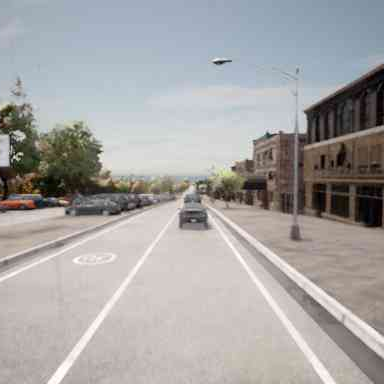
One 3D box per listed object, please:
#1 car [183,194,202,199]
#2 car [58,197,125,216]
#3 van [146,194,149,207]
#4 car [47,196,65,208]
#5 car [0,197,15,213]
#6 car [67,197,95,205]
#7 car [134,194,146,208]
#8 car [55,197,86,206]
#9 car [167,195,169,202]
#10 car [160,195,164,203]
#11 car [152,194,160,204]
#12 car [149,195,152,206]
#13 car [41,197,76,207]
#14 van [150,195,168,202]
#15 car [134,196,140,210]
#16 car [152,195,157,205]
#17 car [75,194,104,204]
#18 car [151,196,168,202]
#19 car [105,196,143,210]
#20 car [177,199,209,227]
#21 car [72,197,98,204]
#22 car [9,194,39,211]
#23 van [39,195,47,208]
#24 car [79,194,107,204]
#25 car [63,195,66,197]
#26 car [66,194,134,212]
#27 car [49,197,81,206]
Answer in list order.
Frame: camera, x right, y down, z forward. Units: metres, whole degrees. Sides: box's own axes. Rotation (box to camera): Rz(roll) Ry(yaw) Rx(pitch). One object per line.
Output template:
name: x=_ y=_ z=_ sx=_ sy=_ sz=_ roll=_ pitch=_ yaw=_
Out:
car: x=0.084 y=1.263 z=41.313 sx=2.150 sy=2.045 sz=5.566 roll=0 pitch=-1 yaw=0
car: x=-8.853 y=1.448 z=29.752 sx=4.892 sy=1.521 sz=2.231 roll=0 pitch=0 yaw=0
van: x=-8.748 y=1.327 z=46.568 sx=4.442 sy=1.987 sz=1.878 roll=0 pitch=-1 yaw=0
car: x=-21.945 y=1.619 z=49.267 sx=4.674 sy=1.452 sz=2.002 roll=0 pitch=-1 yaw=0
car: x=-21.940 y=1.511 z=35.347 sx=4.674 sy=1.452 sz=2.002 roll=0 pitch=0 yaw=0
car: x=-21.969 y=1.733 z=65.978 sx=5.008 sy=1.535 sz=2.097 roll=0 pitch=-1 yaw=0
car: x=-8.888 y=1.256 z=40.964 sx=5.566 sy=2.045 sz=2.435 roll=0 pitch=0 yaw=0
car: x=-21.994 y=1.707 z=60.408 sx=4.792 sy=1.488 sz=2.163 roll=0 pitch=-1 yaw=0
car: x=-8.895 y=1.961 z=83.004 sx=4.792 sy=1.488 sz=2.163 roll=0 pitch=-1 yaw=0
car: x=-8.895 y=1.763 z=68.992 sx=5.008 sy=1.535 sz=2.097 roll=0 pitch=-1 yaw=0
car: x=-8.909 y=1.401 z=57.782 sx=5.566 sy=2.045 sz=2.435 roll=0 pitch=-1 yaw=0
car: x=-8.862 y=1.579 z=49.370 sx=4.892 sy=1.521 sz=2.231 roll=0 pitch=-1 yaw=0
car: x=-21.950 y=1.628 z=54.838 sx=5.008 sy=1.535 sz=2.097 roll=0 pitch=-1 yaw=0
van: x=-8.817 y=1.773 z=88.613 sx=4.442 sy=1.987 sz=1.878 roll=0 pitch=-1 yaw=0
car: x=-8.865 y=1.487 z=38.157 sx=4.892 sy=1.521 sz=2.231 roll=0 pitch=0 yaw=0
car: x=-8.871 y=1.628 z=54.976 sx=5.008 sy=1.535 sz=2.097 roll=0 pitch=-1 yaw=0
car: x=-21.955 y=1.544 z=71.549 sx=5.566 sy=2.045 sz=2.435 roll=0 pitch=-1 yaw=0
car: x=-8.970 y=1.907 z=91.415 sx=4.553 sy=1.767 sz=2.185 roll=0 pitch=-1 yaw=0
car: x=-8.830 y=1.403 z=43.763 sx=4.553 sy=1.767 sz=2.185 roll=0 pitch=-1 yaw=0
car: x=0.091 y=1.480 z=22.468 sx=1.837 sy=1.490 sz=4.892 roll=0 pitch=0 yaw=0
car: x=-21.977 y=1.802 z=68.638 sx=4.674 sy=1.452 sz=2.002 roll=0 pitch=-1 yaw=0
car: x=-21.908 y=1.382 z=40.916 sx=4.553 sy=1.767 sz=2.185 roll=0 pitch=0 yaw=0
van: x=-22.057 y=1.303 z=43.697 sx=4.442 sy=1.987 sz=1.878 roll=0 pitch=0 yaw=0
car: x=-21.960 y=1.576 z=74.210 sx=5.566 sy=2.045 sz=2.435 roll=0 pitch=-1 yaw=0
car: x=-21.766 y=1.601 z=52.052 sx=5.366 sy=1.575 sz=1.946 roll=0 pitch=-1 yaw=0
car: x=-8.887 y=1.205 z=32.554 sx=5.566 sy=2.045 sz=2.435 roll=0 pitch=0 yaw=0
car: x=-21.931 y=1.683 z=57.623 sx=4.792 sy=1.488 sz=2.163 roll=0 pitch=-1 yaw=0
